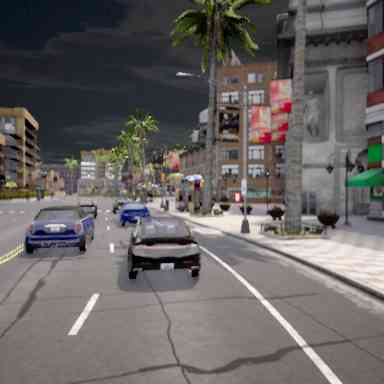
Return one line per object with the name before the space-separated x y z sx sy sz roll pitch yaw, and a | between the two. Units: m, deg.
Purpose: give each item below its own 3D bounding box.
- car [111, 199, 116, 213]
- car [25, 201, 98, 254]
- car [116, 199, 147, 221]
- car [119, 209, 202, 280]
car | -7.736 1.495 36.440 1.837 1.490 4.892 0 0 -15
car | -5.292 1.347 13.843 2.097 1.767 4.553 0 0 -12
car | -4.123 1.471 23.486 1.882 1.535 5.008 0 0 -15
car | -0.956 1.489 10.031 2.128 1.511 4.902 0 0 -9
